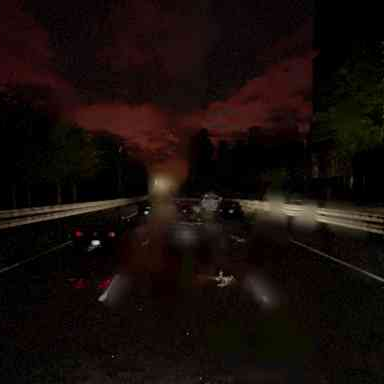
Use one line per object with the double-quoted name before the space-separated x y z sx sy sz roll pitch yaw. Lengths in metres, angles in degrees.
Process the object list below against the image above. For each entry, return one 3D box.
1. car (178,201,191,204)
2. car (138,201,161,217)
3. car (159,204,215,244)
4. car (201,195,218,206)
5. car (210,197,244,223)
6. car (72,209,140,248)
"car" -0.797 1.703 34.771 1.812 1.442 4.674 0 0 -2
"car" -4.238 1.652 32.858 1.837 1.490 4.892 0 0 -2
"car" -0.272 1.585 16.386 2.128 1.511 4.902 0 0 -1
"car" 2.400 1.449 43.116 2.150 2.045 5.566 0 0 -2
"car" 2.919 1.523 27.301 2.097 1.767 4.553 0 0 -1
"car" -3.738 1.663 14.998 1.895 1.301 4.718 0 0 -1
